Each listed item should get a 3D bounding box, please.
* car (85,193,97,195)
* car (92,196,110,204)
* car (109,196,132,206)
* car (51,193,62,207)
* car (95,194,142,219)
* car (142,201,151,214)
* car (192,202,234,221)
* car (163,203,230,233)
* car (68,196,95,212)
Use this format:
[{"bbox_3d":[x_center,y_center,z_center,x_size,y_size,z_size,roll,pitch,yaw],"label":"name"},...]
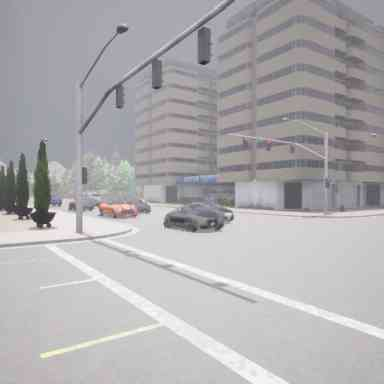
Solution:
[{"bbox_3d":[-17.660,1.221,57.903,2.150,2.045,5.566,0,0,-34],"label":"car"},{"bbox_3d":[-17.475,1.505,63.776,1.837,1.490,4.892,0,0,-33],"label":"car"},{"bbox_3d":[-12.167,1.491,56.138,2.128,1.511,4.902,0,0,-35],"label":"car"},{"bbox_3d":[-21.713,1.223,51.197,2.150,2.045,5.566,0,0,-35],"label":"car"},{"bbox_3d":[-6.552,1.351,29.300,2.097,1.767,4.553,0,0,-35],"label":"car"},{"bbox_3d":[-5.963,1.505,34.584,1.837,1.490,4.892,0,0,-35],"label":"car"},{"bbox_3d":[1.027,1.492,24.916,2.128,1.511,4.902,0,0,-39],"label":"car"},{"bbox_3d":[0.004,1.565,19.860,1.994,1.385,4.181,0,0,-35],"label":"car"},{"bbox_3d":[-12.986,1.526,38.573,1.812,1.442,4.674,0,0,-35],"label":"car"}]
